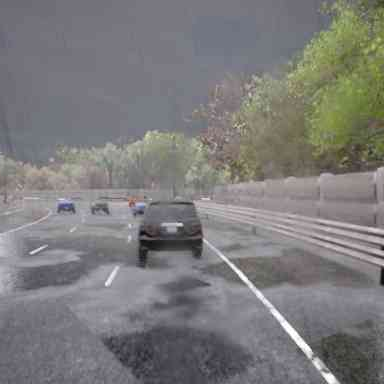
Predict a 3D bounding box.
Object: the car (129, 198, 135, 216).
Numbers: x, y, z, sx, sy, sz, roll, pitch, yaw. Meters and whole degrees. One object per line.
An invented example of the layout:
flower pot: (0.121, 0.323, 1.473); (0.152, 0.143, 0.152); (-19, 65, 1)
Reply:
car: (-5.026, 1.655, 33.316); (1.812, 1.442, 4.674); (0, 0, -14)

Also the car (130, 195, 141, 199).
car: (-8.838, 1.432, 54.787); (2.150, 2.045, 5.566); (-1, 0, 1)

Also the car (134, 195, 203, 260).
car: (-0.913, 1.271, 12.902); (2.150, 2.045, 5.566); (0, 0, -6)

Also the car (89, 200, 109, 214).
car: (-10.716, 1.666, 38.327); (1.837, 1.490, 4.892); (0, 0, -20)

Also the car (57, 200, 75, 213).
car: (-15.174, 1.653, 40.110); (1.882, 1.535, 5.008); (0, 0, -22)
